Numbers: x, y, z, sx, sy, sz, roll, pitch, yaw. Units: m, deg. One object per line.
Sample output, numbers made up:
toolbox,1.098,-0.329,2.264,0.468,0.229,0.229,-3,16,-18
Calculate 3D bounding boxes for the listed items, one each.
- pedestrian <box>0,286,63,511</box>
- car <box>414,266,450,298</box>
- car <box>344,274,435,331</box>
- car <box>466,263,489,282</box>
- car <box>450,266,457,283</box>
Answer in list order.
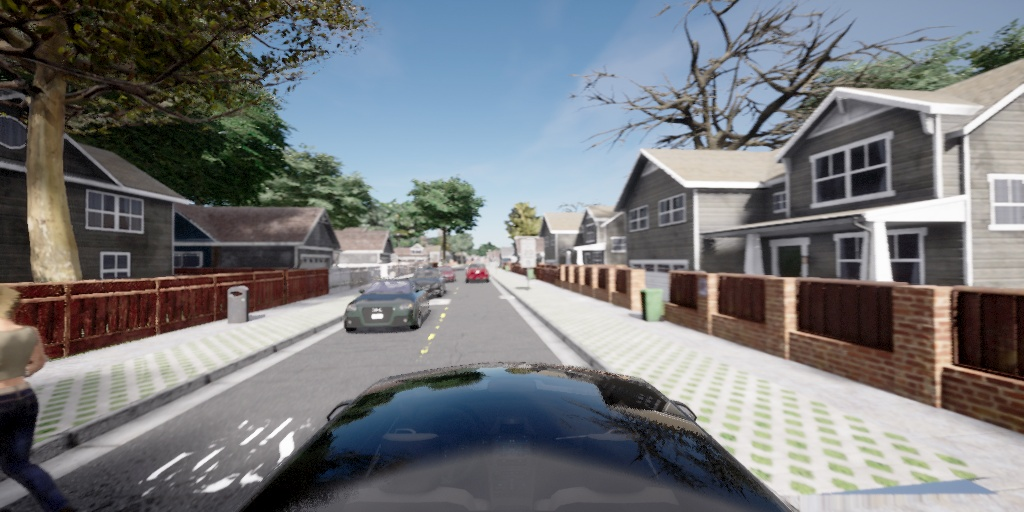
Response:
pedestrian,-3.599,1.084,2.520,0.375,1.860,0.375,0,-1,-6
car,-4.770,1.481,20.387,1.837,1.490,4.892,0,0,-6
car,-3.806,1.444,11.521,1.994,1.385,4.181,0,-1,-7
car,-3.244,1.462,33.511,2.097,1.767,4.553,0,-1,-6
car,-6.136,1.657,32.981,1.812,1.442,4.674,0,0,-6
